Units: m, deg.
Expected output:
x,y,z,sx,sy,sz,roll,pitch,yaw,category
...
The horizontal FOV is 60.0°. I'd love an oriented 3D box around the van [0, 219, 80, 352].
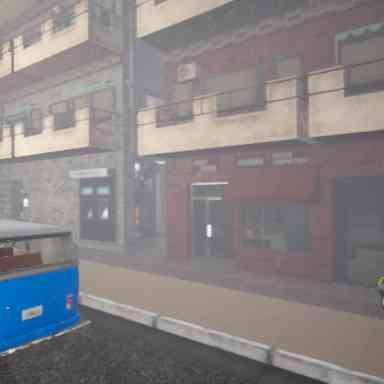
x,y,z,sx,sy,sz,roll,pitch,yaw,category
-3.571,1.325,5.395,3.998,1.788,1.690,0,-1,35,van
